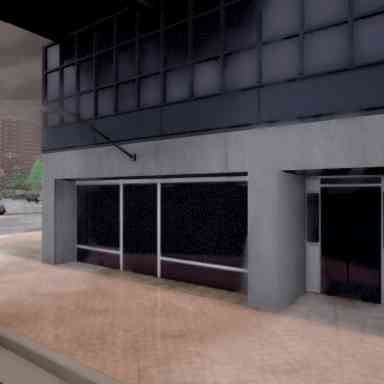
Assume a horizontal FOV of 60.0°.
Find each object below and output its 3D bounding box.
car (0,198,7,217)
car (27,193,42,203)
[{"bbox_3d":[-17.822,1.491,27.153,2.128,1.511,4.902,0,0,36],"label":"car"},{"bbox_3d":[-30.160,1.153,64.684,4.605,1.855,1.932,0,0,35],"label":"car"}]
